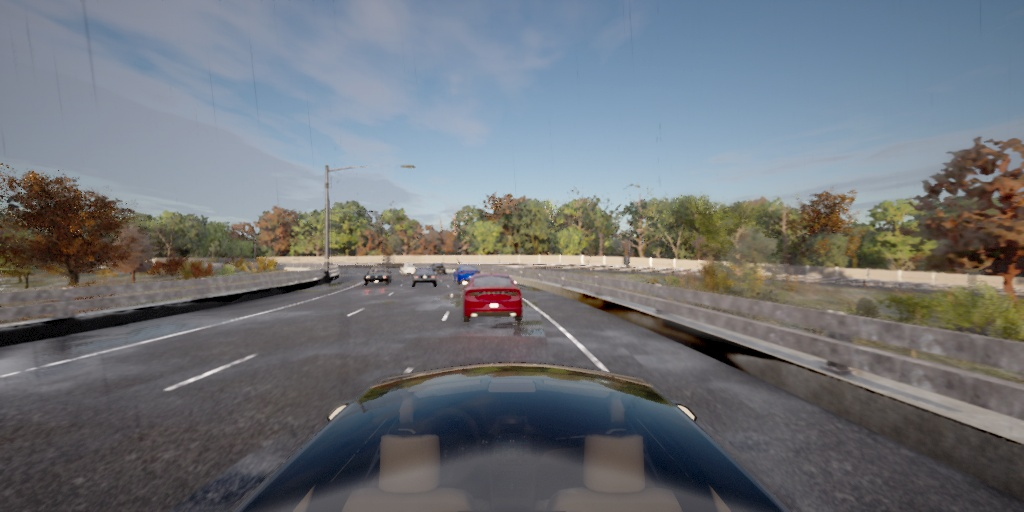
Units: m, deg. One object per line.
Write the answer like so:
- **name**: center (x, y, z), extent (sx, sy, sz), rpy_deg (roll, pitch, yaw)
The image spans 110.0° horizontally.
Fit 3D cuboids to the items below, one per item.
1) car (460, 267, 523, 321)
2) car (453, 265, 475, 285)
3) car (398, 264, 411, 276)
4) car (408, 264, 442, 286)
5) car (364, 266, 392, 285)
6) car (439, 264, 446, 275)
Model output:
- **car**: center (-0.787, 1.347, 13.101), extent (1.882, 1.535, 5.008), rpy_deg (0, -1, -6)
- **car**: center (-3.884, 1.538, 30.382), extent (1.882, 1.535, 5.008), rpy_deg (0, -1, -15)
- **car**: center (-13.624, 1.805, 47.166), extent (1.812, 1.442, 4.674), rpy_deg (0, -1, -24)
- **car**: center (-6.975, 1.605, 28.554), extent (2.033, 1.411, 5.357), rpy_deg (0, -1, -14)
- **car**: center (-11.030, 1.690, 29.788), extent (1.895, 1.301, 4.718), rpy_deg (0, -1, -15)
- **car**: center (-10.134, 1.774, 47.917), extent (1.837, 1.490, 4.892), rpy_deg (0, -1, -24)
